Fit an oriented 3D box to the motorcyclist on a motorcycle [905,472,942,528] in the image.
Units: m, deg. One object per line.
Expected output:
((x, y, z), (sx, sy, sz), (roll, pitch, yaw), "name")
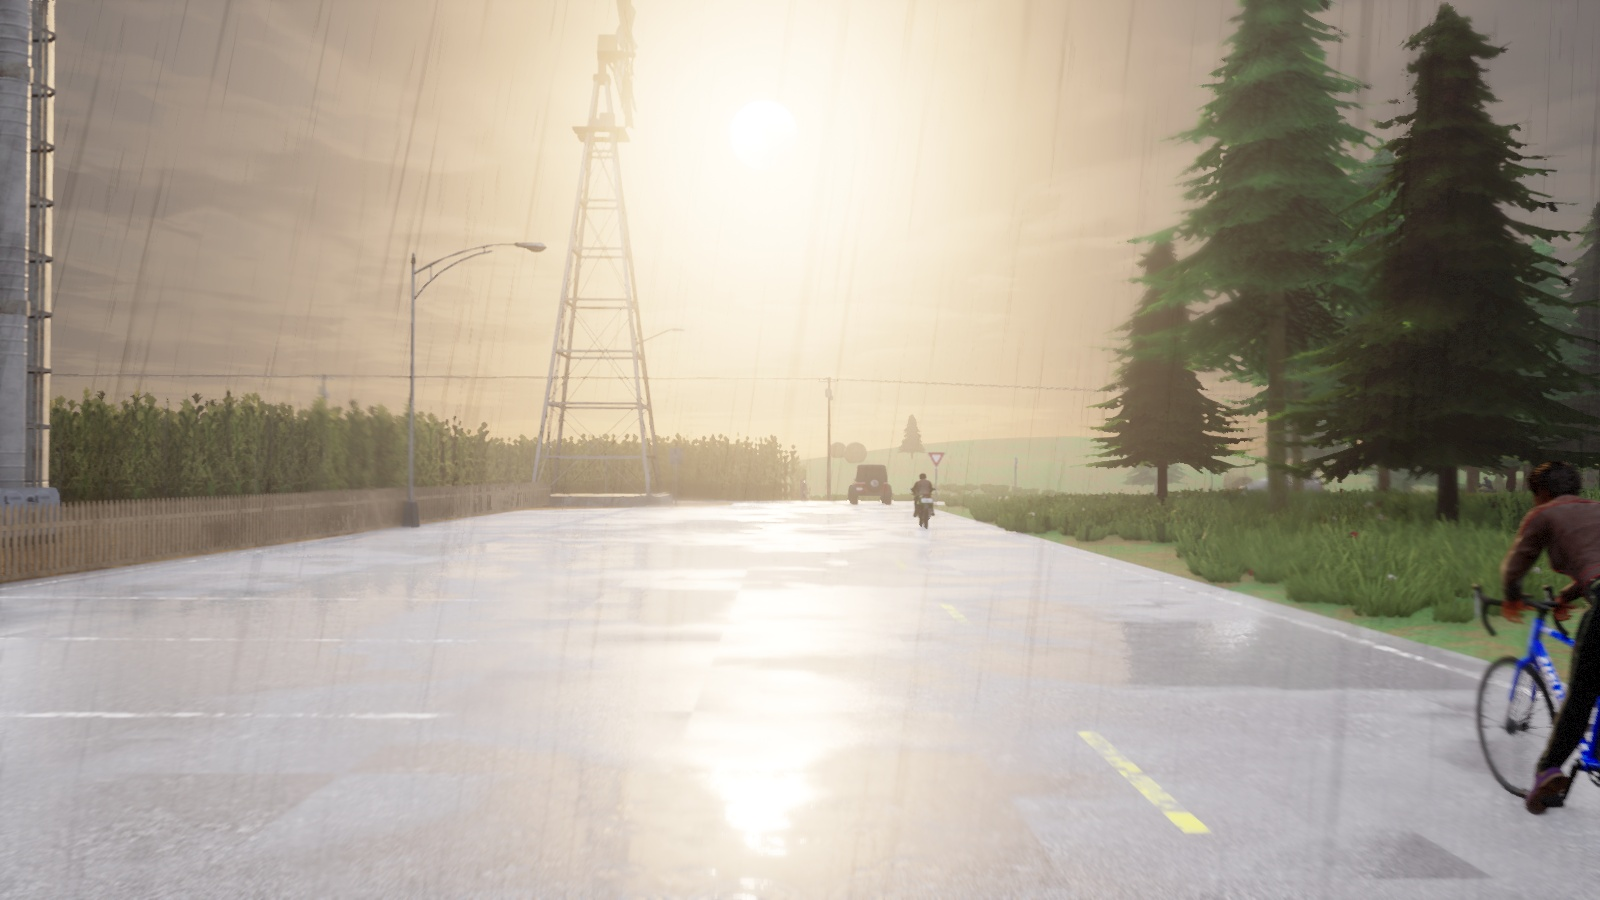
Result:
((3.415, 1.367, 34.896), (0.797, 1.523, 2.044), (0, -1, 0), "motorcyclist on a motorcycle")

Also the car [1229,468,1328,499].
((26.656, 1.865, 70.067), (4.611, 1.667, 2.242), (0, -1, -1), "car")

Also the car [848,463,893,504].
((3.350, 1.608, 60.116), (1.905, 1.878, 3.866), (0, -1, 0), "car")

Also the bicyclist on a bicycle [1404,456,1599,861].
((3.486, 0.850, 5.781), (0.582, 1.620, 1.656), (0, -1, 0), "bicyclist on a bicycle")
